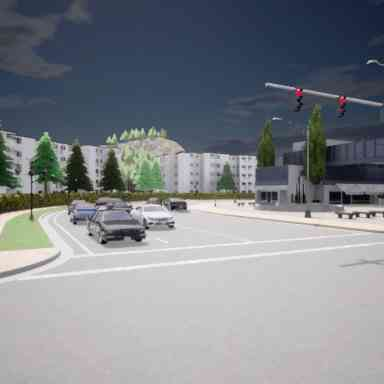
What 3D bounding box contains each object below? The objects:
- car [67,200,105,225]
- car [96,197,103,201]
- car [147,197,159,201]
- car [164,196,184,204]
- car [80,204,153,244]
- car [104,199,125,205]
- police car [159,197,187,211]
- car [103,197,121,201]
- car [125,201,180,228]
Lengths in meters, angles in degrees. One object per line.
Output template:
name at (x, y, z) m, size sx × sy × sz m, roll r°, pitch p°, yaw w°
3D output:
car at (-7.979, 1.526, 24.674) m, size 1.812 × 1.442 × 4.674 m, roll 0°, pitch 0°, yaw -24°
car at (-13.184, 1.477, 50.221) m, size 1.882 × 1.535 × 5.008 m, roll 0°, pitch 0°, yaw 4°
car at (-5.797, 1.547, 52.525) m, size 2.033 × 1.411 × 5.357 m, roll 0°, pitch 0°, yaw 8°
car at (-3.385, 1.564, 62.682) m, size 1.994 × 1.385 × 4.181 m, roll 0°, pitch 0°, yaw 25°
car at (-3.872, 1.547, 16.166) m, size 2.033 × 1.411 × 5.357 m, roll 0°, pitch 0°, yaw -27°
car at (-6.315, 1.564, 29.611) m, size 1.994 × 1.385 × 4.181 m, roll 0°, pitch 0°, yaw -22°
police car at (-2.073, 1.425, 39.801) m, size 1.930 × 1.638 × 5.238 m, roll 0°, pitch 0°, yaw -19°
car at (-9.252, 1.505, 40.176) m, size 1.837 × 1.490 × 4.892 m, roll 0°, pitch 0°, yaw -8°
car at (-2.702, 1.526, 21.636) m, size 1.812 × 1.442 × 4.674 m, roll 0°, pitch 0°, yaw -26°
